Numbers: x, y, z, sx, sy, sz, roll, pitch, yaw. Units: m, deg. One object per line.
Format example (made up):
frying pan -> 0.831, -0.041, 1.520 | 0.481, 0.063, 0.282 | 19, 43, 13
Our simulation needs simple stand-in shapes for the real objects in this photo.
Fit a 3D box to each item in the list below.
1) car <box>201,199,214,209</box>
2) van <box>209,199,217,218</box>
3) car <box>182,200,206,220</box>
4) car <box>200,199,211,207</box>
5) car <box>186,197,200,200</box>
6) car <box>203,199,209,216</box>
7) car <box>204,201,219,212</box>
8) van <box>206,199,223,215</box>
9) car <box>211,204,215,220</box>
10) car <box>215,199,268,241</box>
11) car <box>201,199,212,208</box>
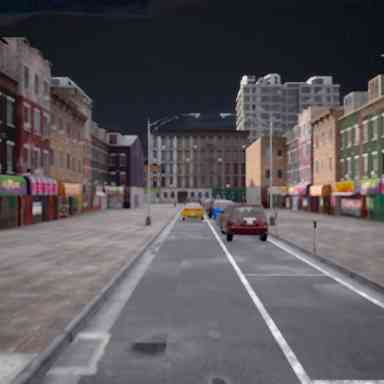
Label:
car -> 2.632, 1.948, 55.840 | 1.967, 1.590, 4.097 | 0, -1, 0
van -> 2.633, 1.601, 28.464 | 1.690, 1.788, 3.998 | 0, -1, 0
car -> 0.092, 1.759, 30.857 | 1.882, 1.535, 5.008 | 0, -1, 0
car -> 2.631, 2.158, 66.789 | 2.008, 1.369, 4.403 | 0, -1, 0
car -> 0.105, 1.602, 41.644 | 2.150, 2.045, 5.566 | 0, 0, -1
car -> 2.632, 1.625, 33.939 | 2.192, 1.841, 5.009 | 0, -1, 0
car -> 2.632, 1.936, 45.058 | 1.752, 1.417, 4.829 | 0, -1, 0
van -> 2.632, 1.700, 39.414 | 1.690, 1.788, 3.998 | 0, -1, 0
car -> 2.634, 1.761, 22.987 | 2.008, 1.369, 4.403 | 0, -1, 0
car -> 2.633, 1.475, 17.514 | 2.192, 1.841, 5.009 | 0, -1, 0
car -> 2.632, 2.084, 61.484 | 1.752, 1.417, 4.829 | 0, -1, 0
